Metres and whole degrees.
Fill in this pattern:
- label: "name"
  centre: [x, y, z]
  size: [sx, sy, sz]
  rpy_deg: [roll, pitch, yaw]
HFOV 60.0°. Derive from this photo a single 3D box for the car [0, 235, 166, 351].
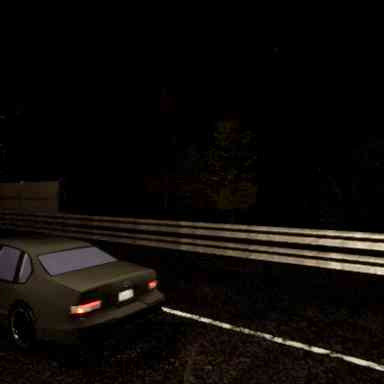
- label: "car"
  centre: [-3.022, 1.536, 6.202]
  size: [5.357, 1.411, 2.033]
  rpy_deg: [0, 0, 34]
